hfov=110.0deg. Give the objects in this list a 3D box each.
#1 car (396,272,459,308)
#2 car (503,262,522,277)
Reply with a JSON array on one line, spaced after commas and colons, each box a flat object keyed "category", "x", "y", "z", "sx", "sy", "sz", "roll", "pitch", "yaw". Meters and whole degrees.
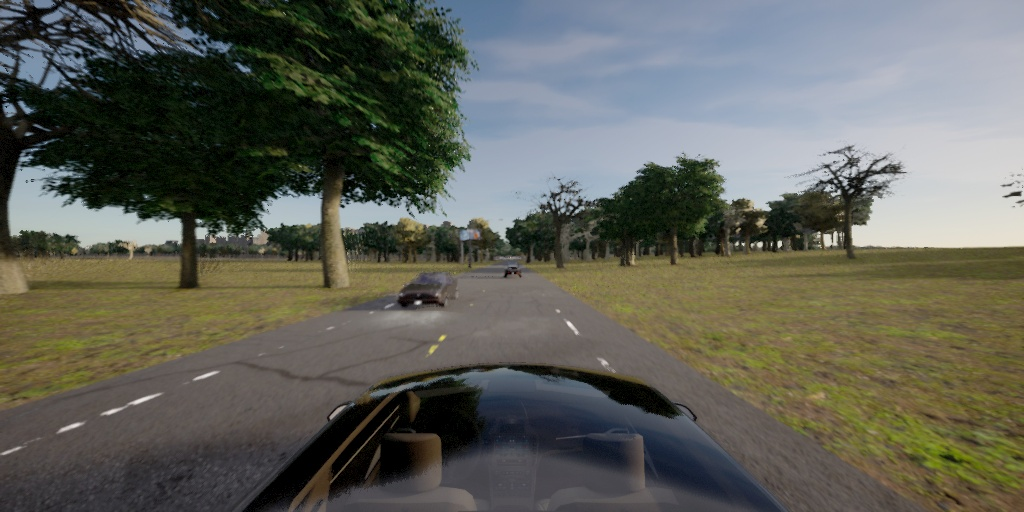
[{"category": "car", "x": -3.604, "y": 1.435, "z": 16.435, "sx": 2.033, "sy": 1.411, "sz": 5.357, "roll": 0, "pitch": 0, "yaw": 0}, {"category": "car", "x": 0.091, "y": 1.565, "z": 40.112, "sx": 1.837, "sy": 1.490, "sz": 4.892, "roll": 0, "pitch": 0, "yaw": 0}]
